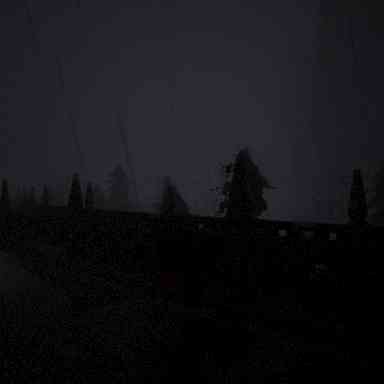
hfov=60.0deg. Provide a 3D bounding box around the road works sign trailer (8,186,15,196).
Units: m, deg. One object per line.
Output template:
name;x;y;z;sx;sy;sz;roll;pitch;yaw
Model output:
road works sign trailer;-35.597;0.584;65.014;2.380;3.560;2.880;0;0;0
